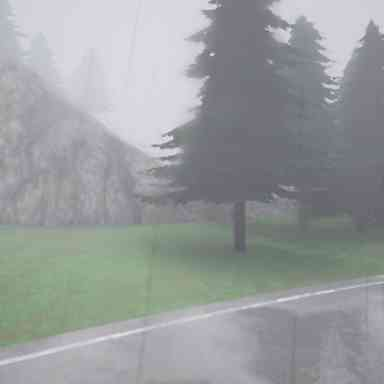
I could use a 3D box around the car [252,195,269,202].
[{"bbox_3d":[12.738,0.764,62.995,2.150,2.045,5.566,0,0,-13],"label":"car"}]
